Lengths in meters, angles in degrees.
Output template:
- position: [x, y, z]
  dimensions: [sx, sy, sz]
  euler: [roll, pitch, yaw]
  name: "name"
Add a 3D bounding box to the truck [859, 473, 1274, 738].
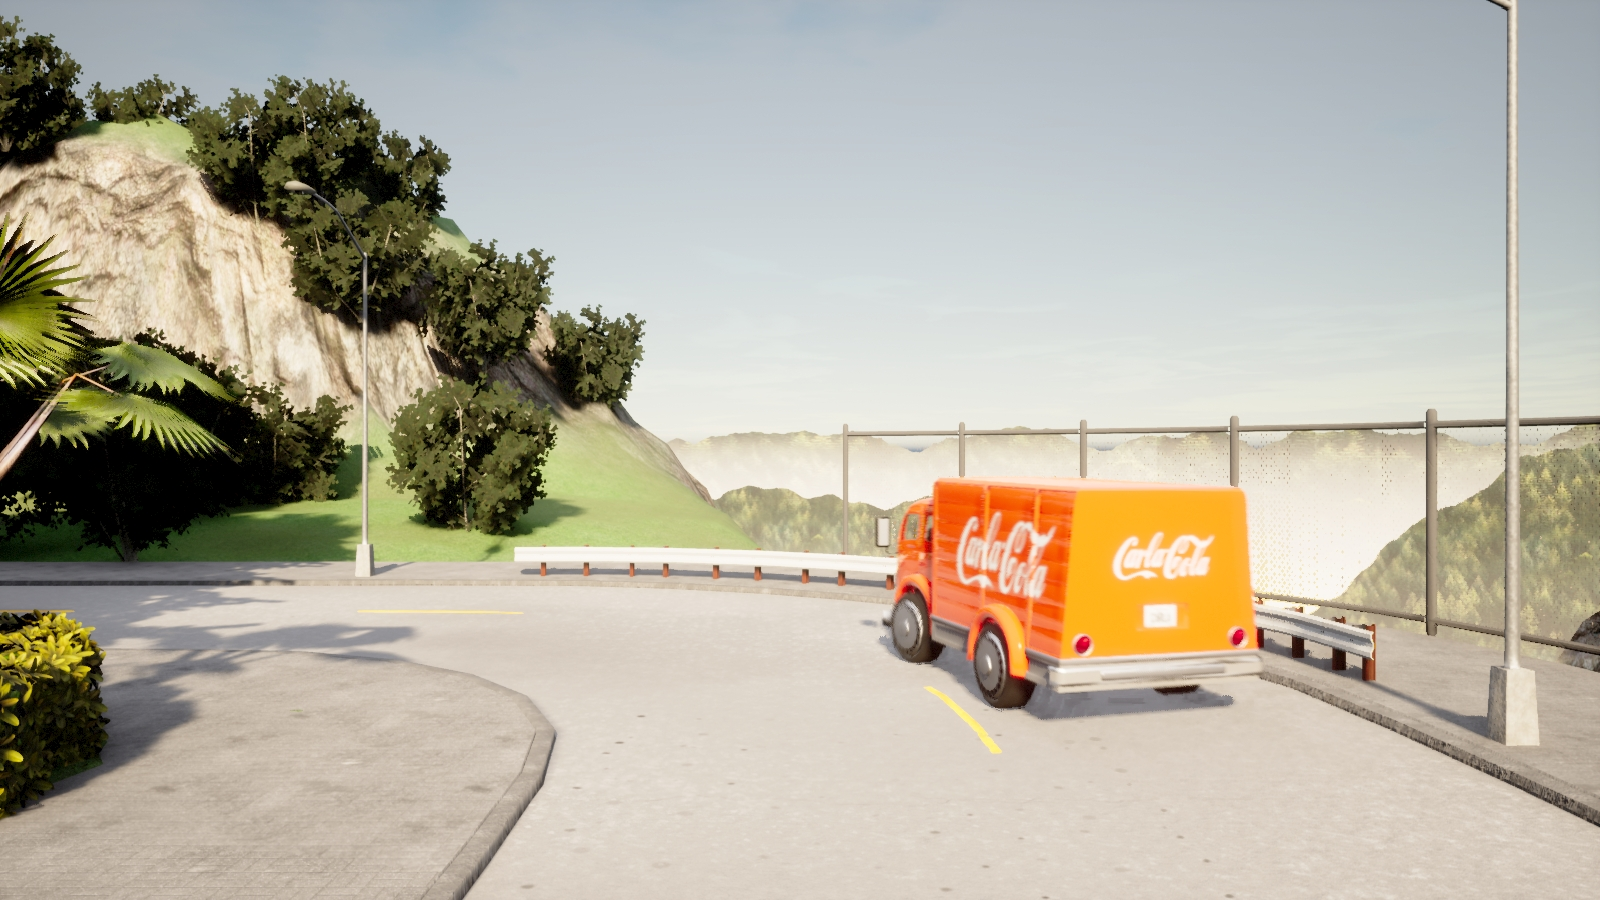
- position: [2.874, 1.569, 13.938]
  dimensions: [2.627, 2.467, 5.204]
  euler: [1, 0, -18]
  name: "truck"
